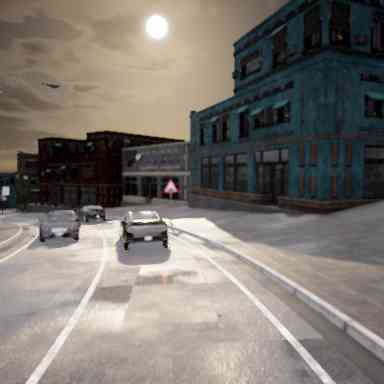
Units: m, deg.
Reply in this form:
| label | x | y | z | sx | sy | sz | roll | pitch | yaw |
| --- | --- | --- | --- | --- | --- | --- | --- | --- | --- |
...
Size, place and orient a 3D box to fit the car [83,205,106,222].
| label | x | y | z | sx | sy | sz | roll | pitch | yaw |
| --- | --- | --- | --- | --- | --- | --- | --- | --- | --- |
| car | -9.717 | 2.016 | 31.909 | 1.837 | 1.490 | 4.892 | -2 | -1 | -31 |

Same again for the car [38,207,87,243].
| label | x | y | z | sx | sy | sz | roll | pitch | yaw |
| --- | --- | --- | --- | --- | --- | --- | --- | --- | --- |
| car | -6.978 | 1.742 | 17.785 | 2.128 | 1.511 | 4.902 | -1 | -1 | -20 |

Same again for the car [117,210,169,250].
| label | x | y | z | sx | sy | sz | roll | pitch | yaw |
| --- | --- | --- | --- | --- | --- | --- | --- | --- | --- |
| car | -2.300 | 1.588 | 15.084 | 2.128 | 1.511 | 4.902 | -1 | -1 | -15 |
